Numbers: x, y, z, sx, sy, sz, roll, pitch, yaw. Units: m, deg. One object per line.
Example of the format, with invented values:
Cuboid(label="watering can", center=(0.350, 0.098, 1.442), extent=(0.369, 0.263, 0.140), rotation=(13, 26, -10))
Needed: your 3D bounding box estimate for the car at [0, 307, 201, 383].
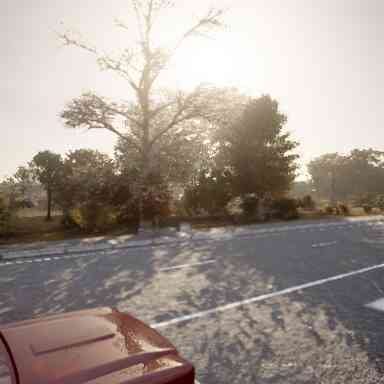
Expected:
Cuboid(label="car", center=(-2.224, 1.603, 2.180), extent=(4.718, 1.301, 1.895), rotation=(0, 0, -35))
